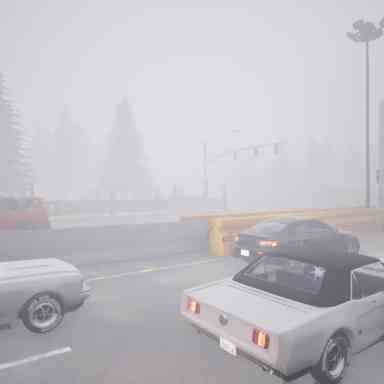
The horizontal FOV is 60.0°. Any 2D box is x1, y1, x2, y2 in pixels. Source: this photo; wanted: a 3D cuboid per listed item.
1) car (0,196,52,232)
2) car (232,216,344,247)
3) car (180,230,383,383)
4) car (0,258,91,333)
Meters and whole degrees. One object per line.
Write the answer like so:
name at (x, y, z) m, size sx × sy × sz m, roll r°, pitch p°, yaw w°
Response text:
car at (-9.193, 1.221, 14.624) m, size 5.566 × 2.045 × 2.150 m, roll 0°, pitch 0°, yaw -35°
car at (3.321, 1.473, 10.375) m, size 4.674 × 1.442 × 1.812 m, roll -1°, pitch 0°, yaw -35°
car at (2.253, 1.576, 5.335) m, size 4.718 × 1.301 × 1.895 m, roll -1°, pitch 0°, yaw -35°
car at (-4.100, 1.601, 5.121) m, size 4.718 × 1.301 × 1.895 m, roll 0°, pitch 0°, yaw -35°
